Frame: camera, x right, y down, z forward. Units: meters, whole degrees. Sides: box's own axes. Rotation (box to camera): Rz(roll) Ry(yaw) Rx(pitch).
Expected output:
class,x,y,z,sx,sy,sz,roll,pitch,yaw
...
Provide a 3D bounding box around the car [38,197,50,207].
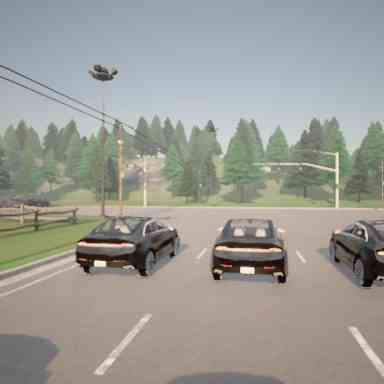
class,x,y,z,sx,sy,sz,roll,pitch,yaw
car,-24.244,1.579,50.965,4.892,1.490,1.837,0,0,11

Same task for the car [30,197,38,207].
class,x,y,z,sx,sy,sz,roll,pitch,yaw
car,-25.173,1.572,47.582,4.892,1.490,1.837,0,0,11

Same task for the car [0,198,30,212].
class,x,y,z,sx,sy,sz,roll,pitch,yaw
car,-22.867,1.602,39.998,5.357,1.411,2.033,0,0,11

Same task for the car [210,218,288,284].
class,x,y,z,sx,sy,sz,roll,pitch,yaw
car,1.701,1.513,9.728,2.128,1.511,4.902,0,0,11

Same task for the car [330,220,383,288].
class,x,y,z,sx,sy,sz,roll,pitch,yaw
car,5.149,1.515,9.125,2.128,1.511,4.902,0,0,11

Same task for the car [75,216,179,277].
class,x,y,z,sx,sy,sz,roll,pitch,yaw
car,-1.737,1.511,10.390,2.128,1.511,4.902,0,0,11
